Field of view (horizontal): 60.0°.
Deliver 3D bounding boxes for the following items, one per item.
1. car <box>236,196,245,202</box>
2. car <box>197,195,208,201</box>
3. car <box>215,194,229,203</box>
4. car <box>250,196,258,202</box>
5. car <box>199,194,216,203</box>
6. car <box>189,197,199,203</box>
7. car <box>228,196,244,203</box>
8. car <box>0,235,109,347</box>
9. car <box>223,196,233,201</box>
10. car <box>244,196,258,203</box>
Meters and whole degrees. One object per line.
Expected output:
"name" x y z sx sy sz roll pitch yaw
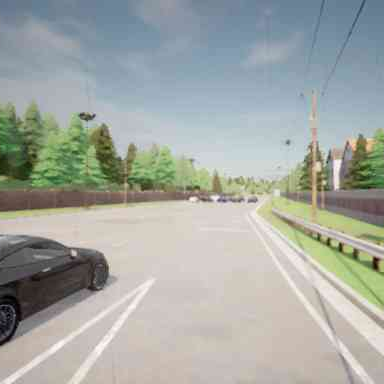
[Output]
"car" 13.112 1.796 89.380 1.812 1.442 4.674 0 0 14
"car" 2.908 1.713 91.853 1.882 1.535 5.008 0 0 14
"car" 7.354 1.892 80.482 1.812 1.442 4.674 0 0 14
"car" 16.514 1.808 88.555 1.812 1.442 4.674 0 0 14
"car" 3.854 1.830 80.901 1.882 1.535 5.008 0 0 14
"car" 0.551 1.868 82.130 1.812 1.442 4.674 0 0 14
"car" 10.657 1.902 79.252 2.128 1.511 4.902 0 0 14
"car" -3.331 1.538 6.303 1.812 1.442 4.674 0 0 13
"car" 9.711 1.799 90.204 2.033 1.411 5.357 0 0 14
"car" 14.059 1.928 78.428 2.033 1.411 5.357 0 0 14
